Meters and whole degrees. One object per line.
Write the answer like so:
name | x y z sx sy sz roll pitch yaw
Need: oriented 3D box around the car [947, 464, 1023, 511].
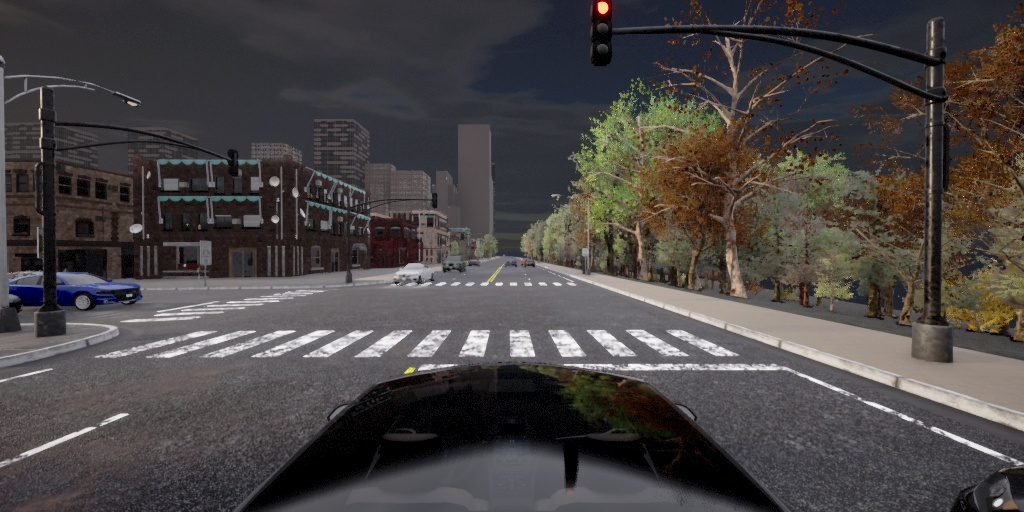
car | 3.364 1.314 0.164 1.994 1.385 4.181 0 0 -1

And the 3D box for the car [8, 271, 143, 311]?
car | -18.753 1.435 15.196 5.008 1.535 1.882 -1 1 -1

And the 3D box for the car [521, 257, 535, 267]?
car | 3.041 1.231 63.203 1.837 1.490 4.892 0 0 0

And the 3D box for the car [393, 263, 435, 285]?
car | -7.109 1.269 26.484 1.812 1.442 4.674 0 0 5

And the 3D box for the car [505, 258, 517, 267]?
car | -0.214 1.078 63.986 2.097 1.767 4.553 0 0 0

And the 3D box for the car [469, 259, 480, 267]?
car | -6.841 1.273 64.822 2.033 1.411 5.357 0 0 0

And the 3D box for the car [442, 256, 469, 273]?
car | -6.804 0.958 42.548 2.150 2.045 5.566 0 0 0

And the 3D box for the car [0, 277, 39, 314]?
car | -20.000 1.565 12.480 4.313 1.339 1.948 0 0 0
